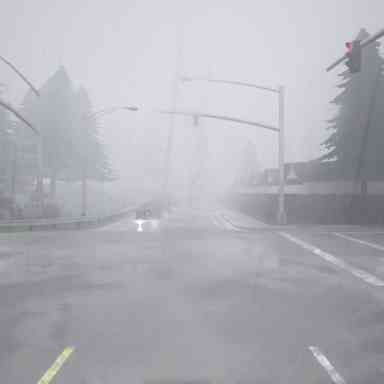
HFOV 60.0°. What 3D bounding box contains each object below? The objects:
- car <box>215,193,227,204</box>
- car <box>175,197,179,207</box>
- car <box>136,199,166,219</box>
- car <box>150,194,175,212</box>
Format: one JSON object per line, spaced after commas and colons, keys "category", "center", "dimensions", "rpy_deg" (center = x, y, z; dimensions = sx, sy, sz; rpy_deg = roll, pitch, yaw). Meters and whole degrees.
{"category": "car", "center": [6.901, 1.198, 60.911], "dimensions": [5.566, 2.045, 2.150], "rpy_deg": [0, 0, -22]}
{"category": "car", "center": [-3.194, 1.493, 52.707], "dimensions": [1.837, 1.490, 4.892], "rpy_deg": [0, 0, 8]}
{"category": "car", "center": [-3.605, 1.560, 28.833], "dimensions": [1.994, 1.385, 4.181], "rpy_deg": [0, 0, 0]}
{"category": "car", "center": [-3.606, 1.215, 39.380], "dimensions": [2.150, 2.045, 5.566], "rpy_deg": [0, 0, 0]}
